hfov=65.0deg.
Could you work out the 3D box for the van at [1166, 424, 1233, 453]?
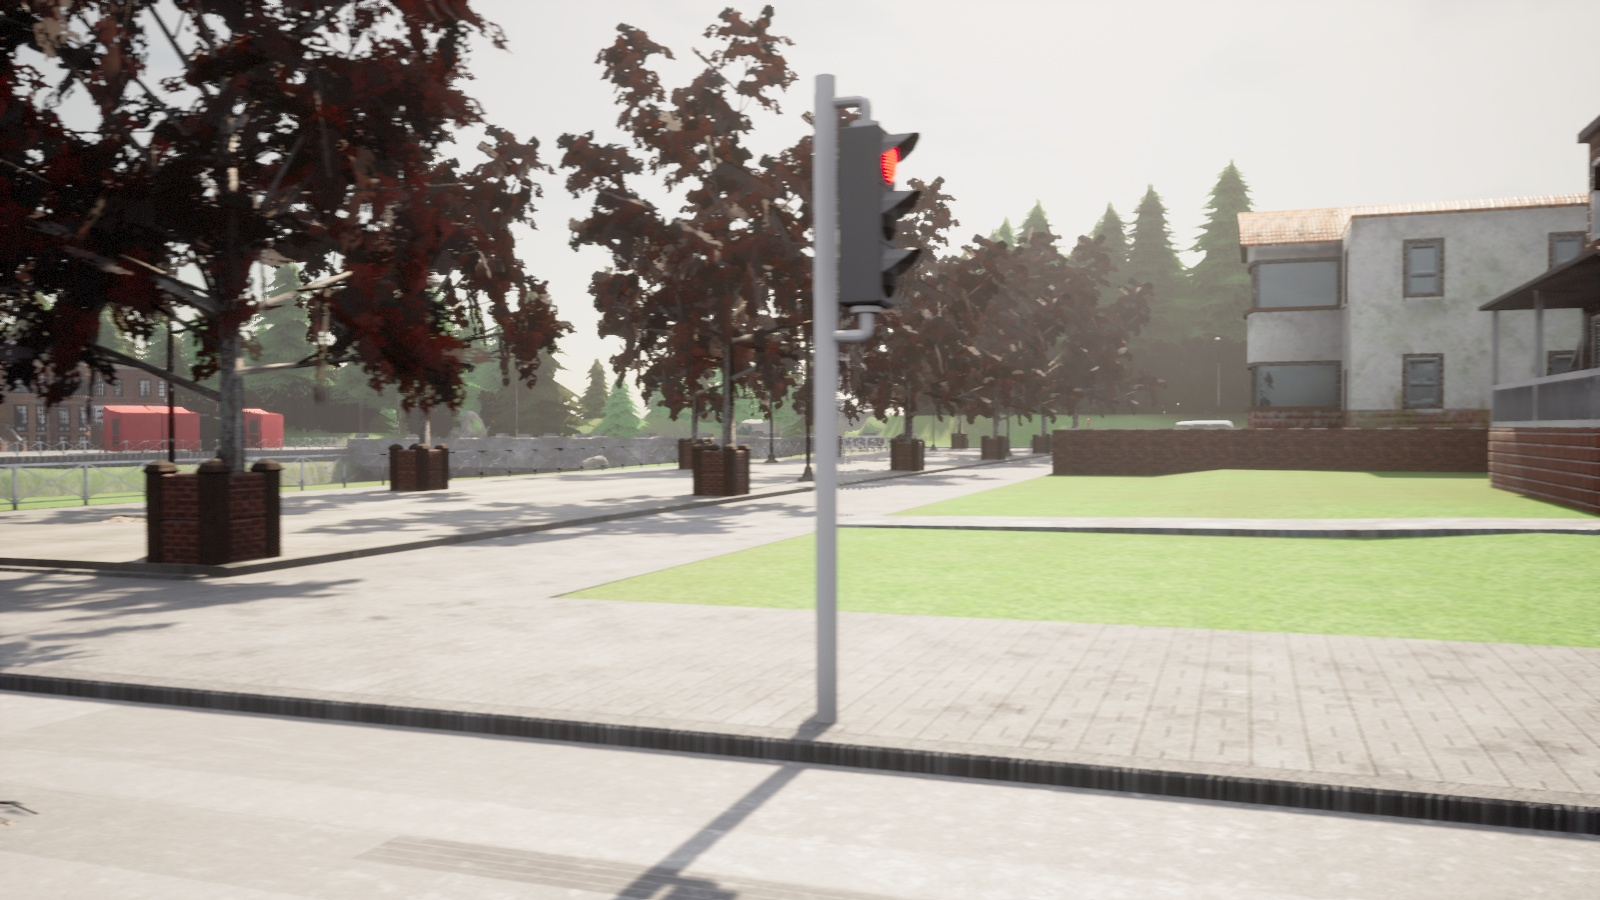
[{"bbox_3d":[28.507,-0.850,89.563,4.480,2.038,2.069,1,1,19],"label":"van"}]
